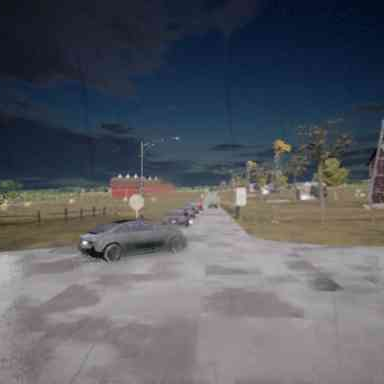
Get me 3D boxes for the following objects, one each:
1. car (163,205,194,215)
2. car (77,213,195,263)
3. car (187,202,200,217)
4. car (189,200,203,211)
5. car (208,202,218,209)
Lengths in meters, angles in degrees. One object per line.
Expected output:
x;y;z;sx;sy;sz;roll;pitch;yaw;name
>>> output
-1.176;1.891;25.020;1.994;1.385;4.181;0;-1;3;car
-2.204;1.733;12.802;4.181;1.385;1.994;0;-1;-40;car
-0.572;2.047;34.907;1.994;1.385;4.181;0;-1;4;car
0.040;2.160;45.072;2.128;1.511;4.902;0;-1;4;car
4.101;2.631;65.552;1.812;1.442;4.674;0;-1;3;car
